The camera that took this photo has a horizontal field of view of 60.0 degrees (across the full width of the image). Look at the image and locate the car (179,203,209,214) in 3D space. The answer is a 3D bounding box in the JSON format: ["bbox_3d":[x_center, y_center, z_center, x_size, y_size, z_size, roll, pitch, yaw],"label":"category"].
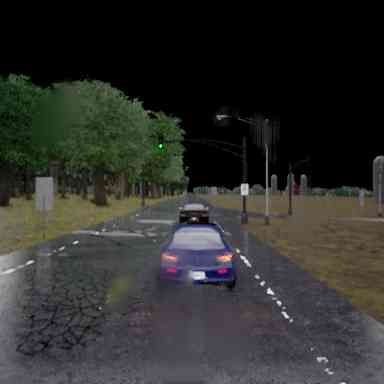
[{"bbox_3d":[0.135,1.494,22.979,1.882,1.535,5.008,0,0,0],"label":"car"}]

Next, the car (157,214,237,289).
[{"bbox_3d":[0.117,1.552,9.149,1.812,1.442,4.674,0,0,0],"label":"car"}]
